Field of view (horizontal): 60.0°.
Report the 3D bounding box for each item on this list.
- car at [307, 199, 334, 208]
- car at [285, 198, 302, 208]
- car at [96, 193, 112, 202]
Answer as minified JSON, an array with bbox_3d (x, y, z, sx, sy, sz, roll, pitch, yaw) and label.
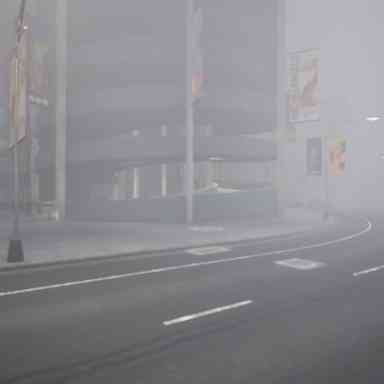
[{"bbox_3d":[19.467,1.721,50.396,1.994,1.385,4.181,0,0,-19],"label":"car"},{"bbox_3d":[14.979,1.699,52.601,2.033,1.411,5.357,0,0,-24],"label":"car"},{"bbox_3d":[-15.717,1.126,60.390,2.435,2.045,5.566,0,0,-36],"label":"car"}]
